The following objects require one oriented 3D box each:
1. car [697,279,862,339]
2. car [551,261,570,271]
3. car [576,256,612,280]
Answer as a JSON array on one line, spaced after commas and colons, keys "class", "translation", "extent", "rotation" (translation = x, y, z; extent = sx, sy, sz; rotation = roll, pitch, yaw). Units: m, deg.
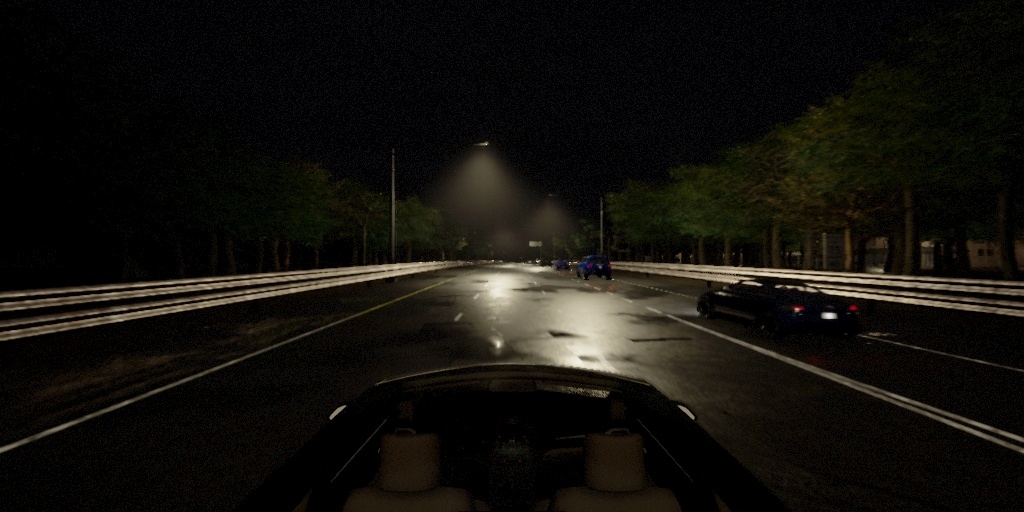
[{"class": "car", "translation": [7.102, 1.319, 10.090], "extent": [1.994, 1.385, 4.181], "rotation": [0, 0, -2]}, {"class": "car", "translation": [7.050, 1.371, 51.065], "extent": [1.812, 1.442, 4.674], "rotation": [0, 0, 0]}, {"class": "car", "translation": [7.001, 0.985, 31.097], "extent": [2.150, 2.045, 5.566], "rotation": [0, 0, 0]}]
